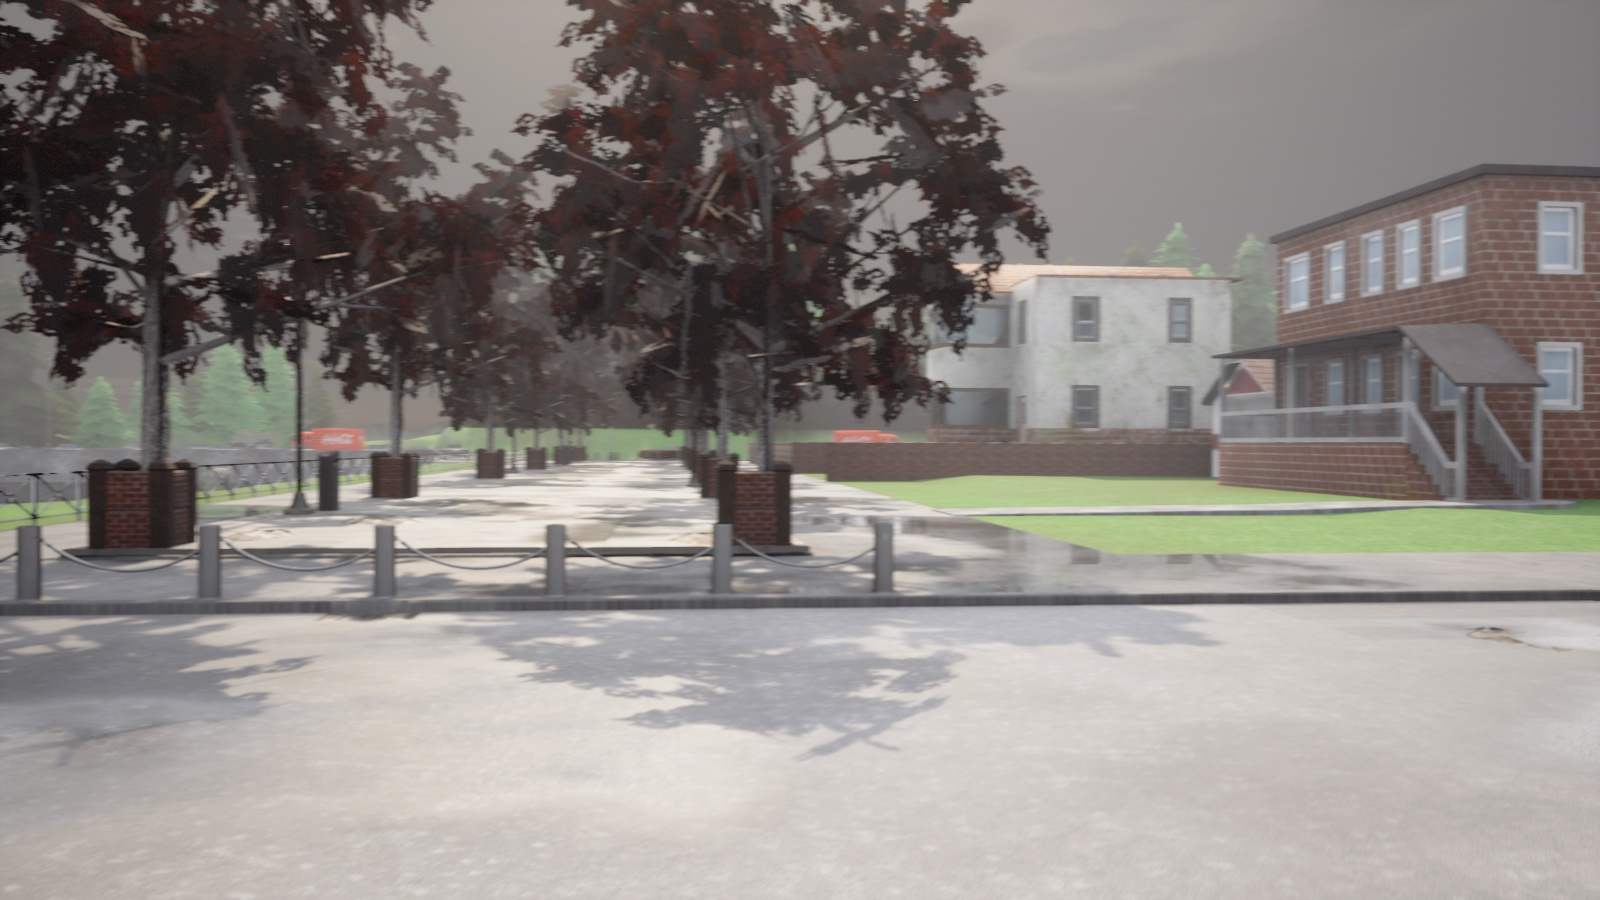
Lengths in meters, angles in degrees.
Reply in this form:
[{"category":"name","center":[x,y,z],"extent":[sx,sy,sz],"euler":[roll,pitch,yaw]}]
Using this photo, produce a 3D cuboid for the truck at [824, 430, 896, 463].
[{"category":"truck","center":[4.592,-0.276,96.620],"extent":[5.204,2.467,2.627],"euler":[0,0,-6]}]
